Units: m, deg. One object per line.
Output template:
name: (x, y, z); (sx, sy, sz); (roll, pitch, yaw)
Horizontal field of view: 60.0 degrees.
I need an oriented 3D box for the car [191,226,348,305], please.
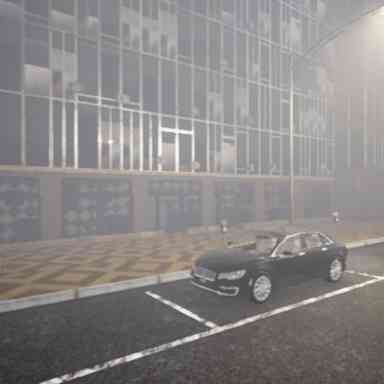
car: (2.003, 1.540, 7.990); (4.403, 1.369, 2.008); (0, 0, -35)
